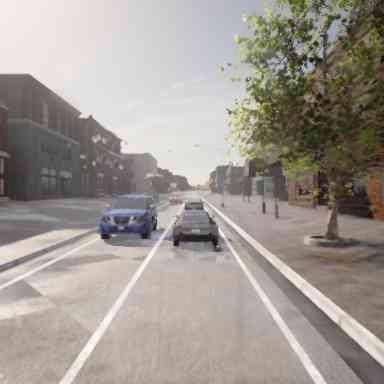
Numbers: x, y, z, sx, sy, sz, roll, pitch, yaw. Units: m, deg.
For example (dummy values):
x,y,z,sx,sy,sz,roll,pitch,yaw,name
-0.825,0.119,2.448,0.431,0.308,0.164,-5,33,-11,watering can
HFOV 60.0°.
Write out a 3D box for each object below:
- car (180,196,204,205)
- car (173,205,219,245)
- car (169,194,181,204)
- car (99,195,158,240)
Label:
x,y,z,sx,sy,sz,roll,pitch,yaw,name
0.226,1.336,33.050,2.128,1.511,4.902,0,0,0,car
0.157,1.521,15.429,1.994,1.385,4.181,0,0,0,car
-2.833,1.111,57.647,2.097,1.767,4.553,0,0,1,car
-3.036,1.169,17.046,2.150,2.045,5.566,0,0,0,car
